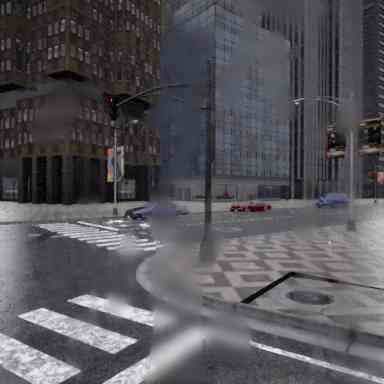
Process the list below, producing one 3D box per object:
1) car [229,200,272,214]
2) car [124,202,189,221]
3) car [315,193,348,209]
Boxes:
[{"bbox_3d":[5.992,1.540,33.947,4.718,1.301,1.895,0,0,-40],"label":"car"},{"bbox_3d":[-2.751,1.478,26.784,5.357,1.411,2.033,0,0,-39],"label":"car"},{"bbox_3d":[18.679,1.183,44.304,5.566,2.045,2.150,0,0,-39],"label":"car"}]
